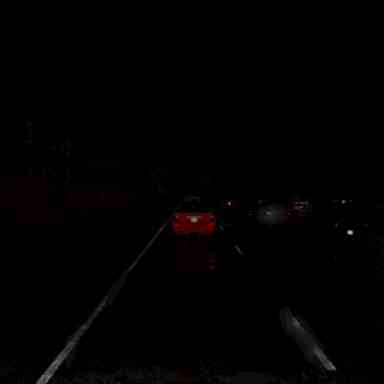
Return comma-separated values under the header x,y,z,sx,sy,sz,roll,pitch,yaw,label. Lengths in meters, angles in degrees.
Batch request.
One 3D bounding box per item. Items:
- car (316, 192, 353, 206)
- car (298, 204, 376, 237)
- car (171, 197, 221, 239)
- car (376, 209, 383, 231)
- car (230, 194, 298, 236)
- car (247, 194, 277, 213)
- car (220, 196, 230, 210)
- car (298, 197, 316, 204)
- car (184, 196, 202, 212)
x,y,z,sx,sy,sz,roll,pitch,yaw,label
14.091,1.012,33.600,2.150,2.045,5.566,0,0,0,car
7.096,1.494,17.132,1.895,1.301,4.718,0,0,0,car
0.093,1.246,16.836,2.097,1.767,4.553,0,0,0,car
10.595,1.494,17.116,1.895,1.301,4.718,0,0,0,car
3.594,1.110,17.806,2.150,2.045,5.566,0,0,0,car
7.089,1.139,34.201,2.097,1.767,4.553,0,0,0,car
3.590,1.139,34.213,2.097,1.767,4.553,0,0,0,car
10.590,1.277,34.467,2.128,1.511,4.902,0,0,0,car
0.090,1.253,36.043,1.882,1.535,5.008,0,0,0,car
